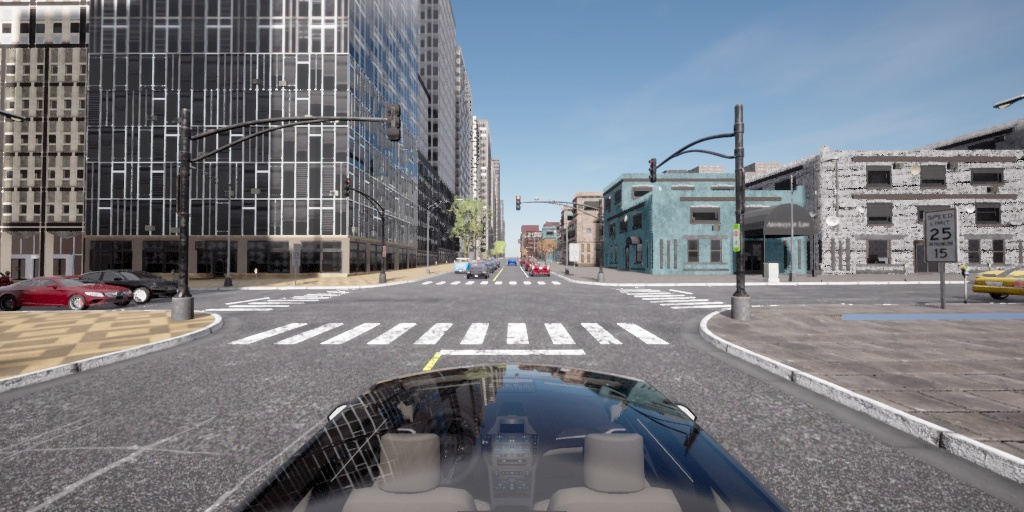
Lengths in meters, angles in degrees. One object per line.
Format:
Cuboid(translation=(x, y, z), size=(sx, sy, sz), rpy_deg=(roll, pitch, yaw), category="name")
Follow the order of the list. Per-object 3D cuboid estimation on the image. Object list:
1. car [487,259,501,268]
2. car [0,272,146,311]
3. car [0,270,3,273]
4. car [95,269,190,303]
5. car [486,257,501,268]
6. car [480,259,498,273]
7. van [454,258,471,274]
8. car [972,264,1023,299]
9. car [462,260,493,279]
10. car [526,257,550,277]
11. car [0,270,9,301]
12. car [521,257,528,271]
Cuboid(translation=(-3.035, 1.251, 62.310), size=(2.128, 1.511, 4.902), rpy_deg=(0, 0, 0), category="car")
Cuboid(translation=(-17.415, 1.413, 14.010), size=(4.207, 1.307, 1.802), rpy_deg=(0, 0, 1), category="car")
Cuboid(translation=(-23.098, 1.326, 14.067), size=(4.097, 1.591, 1.967), rpy_deg=(0, 0, 1), category="car")
Cuboid(translation=(-17.888, 1.360, 16.622), size=(5.008, 1.535, 1.882), rpy_deg=(-1, -1, 0), category="car")
Cuboid(translation=(-3.077, 1.306, 52.181), size=(2.033, 1.411, 5.357), rpy_deg=(0, 0, 0), category="car")
Cuboid(translation=(-3.084, 1.321, 42.337), size=(1.994, 1.385, 4.181), rpy_deg=(0, 0, 0), category="car")
Cuboid(translation=(-5.675, 1.098, 41.481), size=(1.690, 1.789, 3.998), rpy_deg=(0, 0, 0), category="van")
Cuboid(translation=(20.694, 0.995, 13.631), size=(4.829, 1.417, 1.751), rpy_deg=(0, 0, 1), category="car")
Cuboid(translation=(-3.073, 1.304, 33.034), size=(2.033, 1.411, 5.357), rpy_deg=(0, 0, -1), category="car")
Cuboid(translation=(2.704, 1.196, 35.843), size=(1.967, 1.591, 4.097), rpy_deg=(0, 0, 0), category="car")
Cuboid(translation=(-27.385, 1.465, 16.716), size=(4.902, 1.511, 2.128), rpy_deg=(-1, -1, 1), category="car")
Cuboid(translation=(2.708, 1.073, 47.191), size=(2.192, 1.841, 5.009), rpy_deg=(0, 0, 0), category="car")
